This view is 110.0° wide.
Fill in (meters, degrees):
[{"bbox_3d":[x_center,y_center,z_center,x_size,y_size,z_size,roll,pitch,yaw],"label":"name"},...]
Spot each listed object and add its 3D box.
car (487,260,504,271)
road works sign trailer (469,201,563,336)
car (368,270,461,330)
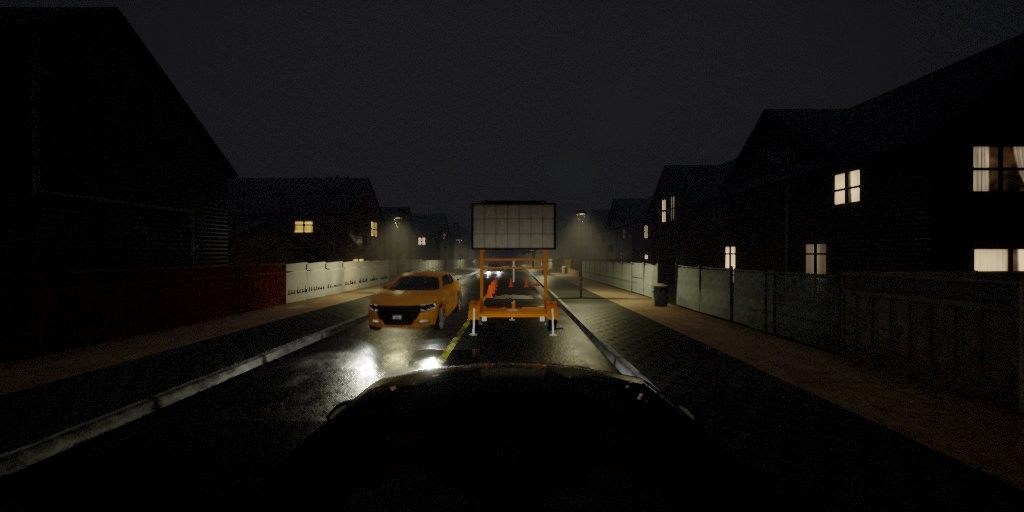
[{"bbox_3d":[-2.600,1.485,51.448,1.895,1.301,4.718,0,0,0],"label":"car"},{"bbox_3d":[0.049,0.214,10.396,2.380,3.560,2.880,0,0,1],"label":"road works sign trailer"},{"bbox_3d":[-2.805,1.228,11.270,1.882,1.535,5.008,0,0,0],"label":"car"}]
